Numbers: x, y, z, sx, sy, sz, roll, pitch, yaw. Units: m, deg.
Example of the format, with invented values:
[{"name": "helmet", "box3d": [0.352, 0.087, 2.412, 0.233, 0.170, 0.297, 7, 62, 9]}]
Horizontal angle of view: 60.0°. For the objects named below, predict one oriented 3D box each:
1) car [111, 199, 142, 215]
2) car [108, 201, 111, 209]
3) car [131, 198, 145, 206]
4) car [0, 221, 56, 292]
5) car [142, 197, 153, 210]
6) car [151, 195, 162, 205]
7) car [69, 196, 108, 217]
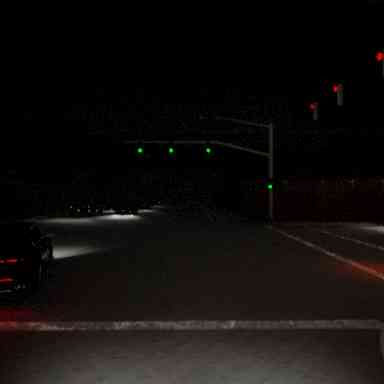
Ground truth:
[{"name": "car", "box3d": [-7.087, 1.744, 36.323, 1.994, 1.385, 4.181, 0, 0, 0]}, {"name": "car", "box3d": [-10.581, 1.776, 46.210, 2.033, 1.411, 5.357, 0, 0, 0]}, {"name": "car", "box3d": [-10.502, 1.922, 64.931, 1.895, 1.301, 4.718, 0, 0, 0]}, {"name": "car", "box3d": [-4.785, 1.524, 8.646, 1.837, 1.490, 4.892, 1, 0, -19]}, {"name": "car", "box3d": [-7.078, 1.759, 47.001, 1.812, 1.442, 4.674, 0, 0, 0]}, {"name": "car", "box3d": [-7.002, 1.542, 64.863, 2.150, 2.045, 5.566, 0, 0, 0]}, {"name": "car", "box3d": [-10.590, 1.390, 33.822, 2.150, 2.045, 5.566, 0, 0, 0]}]
